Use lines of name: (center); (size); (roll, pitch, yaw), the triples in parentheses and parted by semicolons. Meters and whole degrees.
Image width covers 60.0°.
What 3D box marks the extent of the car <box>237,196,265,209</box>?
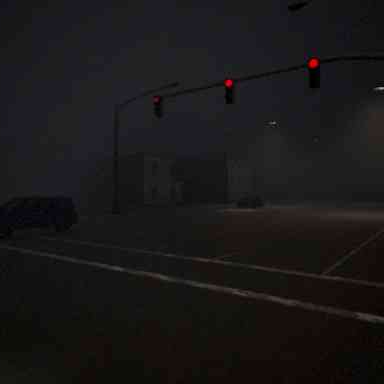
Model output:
car: (7.203, 1.236, 40.343); (1.837, 1.490, 4.892); (0, 1, 37)

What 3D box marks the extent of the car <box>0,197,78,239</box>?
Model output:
car: (-9.107, 1.287, 18.441); (2.150, 2.045, 5.566); (0, 0, 37)
